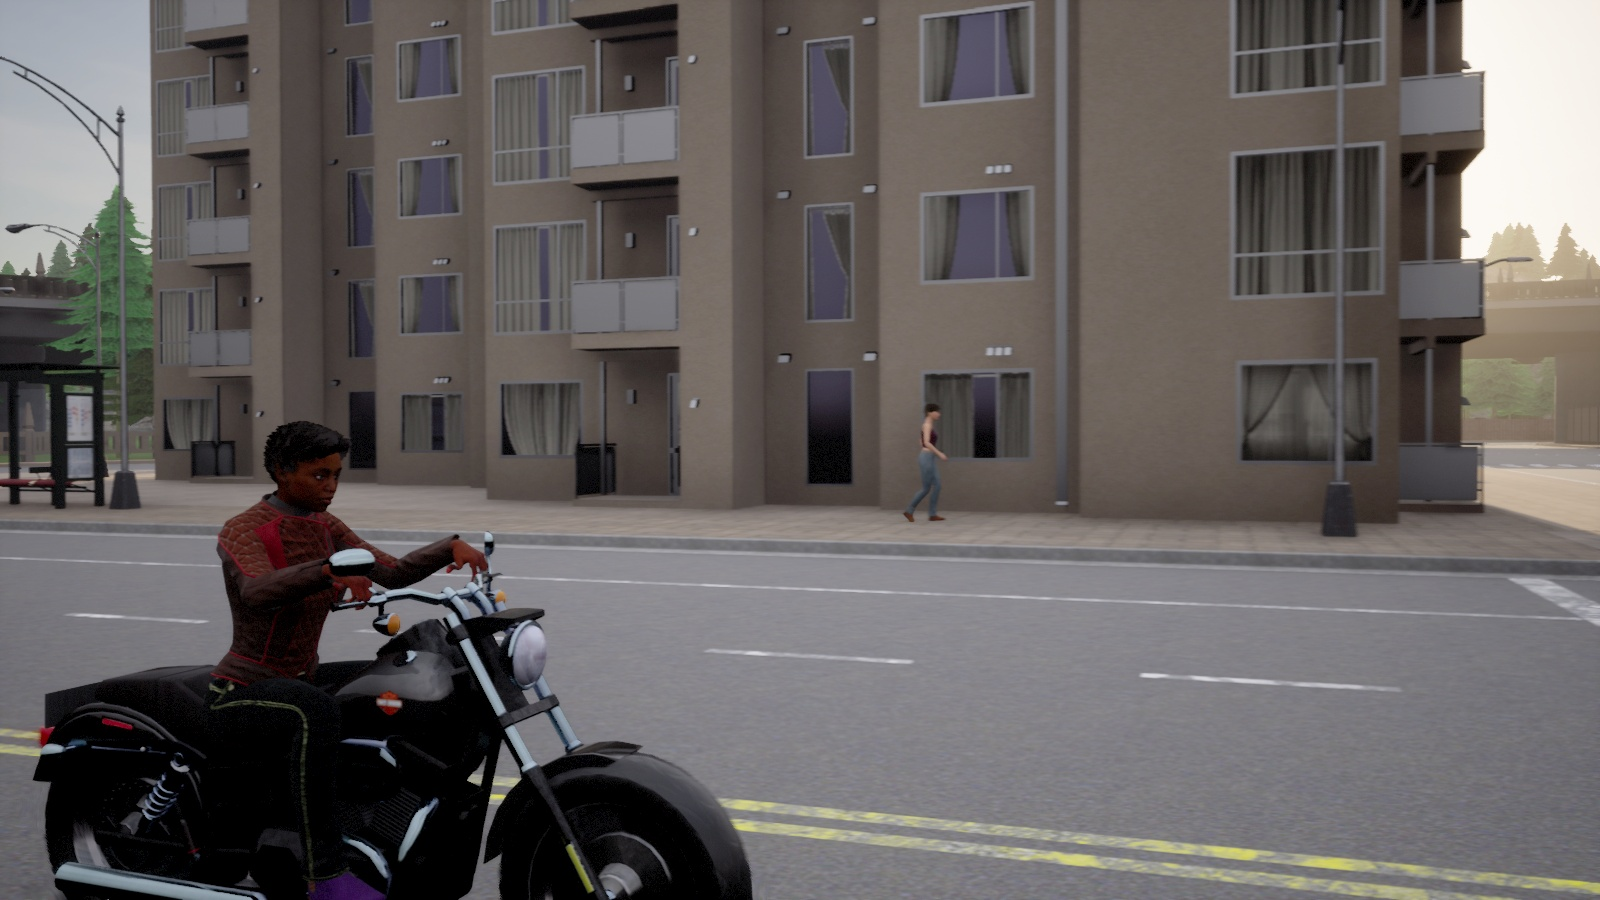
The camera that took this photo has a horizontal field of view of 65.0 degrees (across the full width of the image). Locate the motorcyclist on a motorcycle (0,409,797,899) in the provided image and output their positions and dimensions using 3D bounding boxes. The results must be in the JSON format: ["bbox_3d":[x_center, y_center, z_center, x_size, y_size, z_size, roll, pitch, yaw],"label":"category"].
[{"bbox_3d":[-1.249,0.714,3.613,2.350,1.649,0.766,1,1,19],"label":"motorcyclist on a motorcycle"}]

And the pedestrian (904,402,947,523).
[{"bbox_3d":[1.917,0.185,19.202,0.594,1.836,0.345,0,1,15],"label":"pedestrian"}]
